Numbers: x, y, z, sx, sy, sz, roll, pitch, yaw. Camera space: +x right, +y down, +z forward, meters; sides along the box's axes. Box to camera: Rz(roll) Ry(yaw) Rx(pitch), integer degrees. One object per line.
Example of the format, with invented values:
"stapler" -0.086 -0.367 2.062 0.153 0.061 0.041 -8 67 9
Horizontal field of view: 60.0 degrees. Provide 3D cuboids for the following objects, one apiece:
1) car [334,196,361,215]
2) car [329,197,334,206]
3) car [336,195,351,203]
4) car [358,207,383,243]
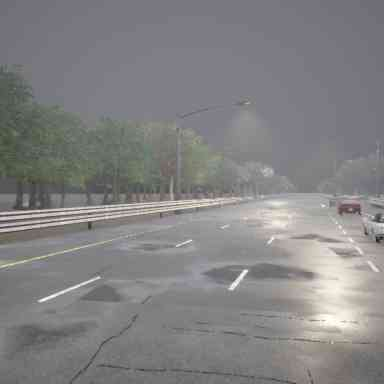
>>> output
"car" 15.684 1.475 33.425 1.882 1.535 5.008 0 0 20
"car" 22.799 1.486 52.612 2.128 1.511 4.902 0 0 24
"car" 30.757 1.471 67.364 1.882 1.535 5.008 0 0 34
"car" 9.315 1.600 15.622 1.895 1.301 4.718 0 0 20
